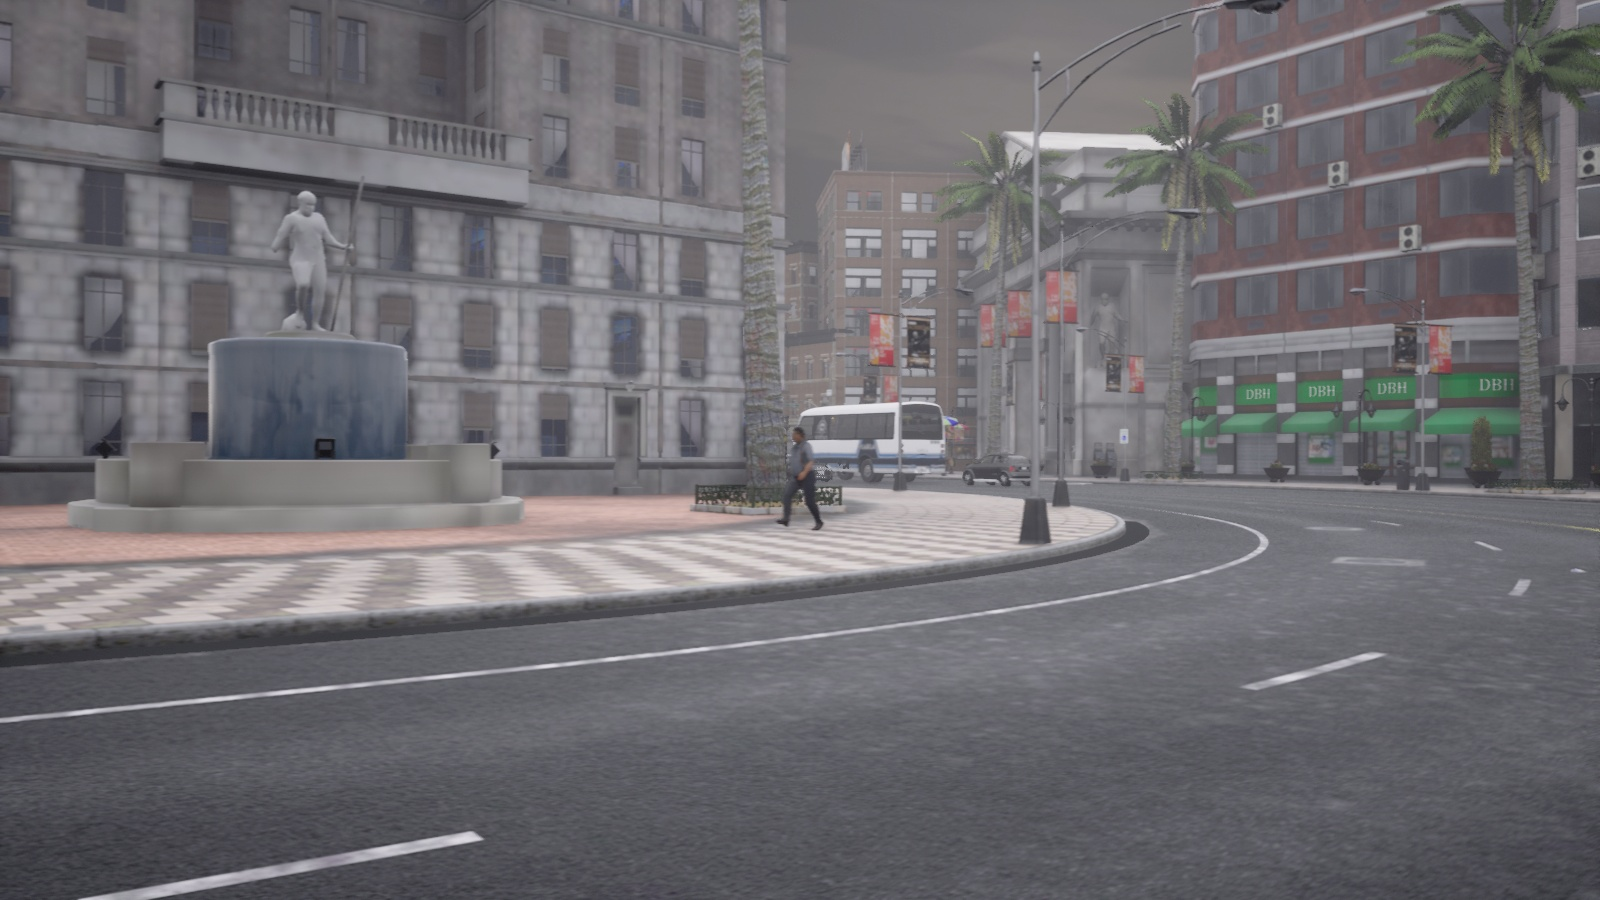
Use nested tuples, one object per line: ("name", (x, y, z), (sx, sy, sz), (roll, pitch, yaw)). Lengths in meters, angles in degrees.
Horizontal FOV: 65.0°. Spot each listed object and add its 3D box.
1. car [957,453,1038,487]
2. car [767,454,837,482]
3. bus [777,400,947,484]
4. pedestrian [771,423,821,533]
("car", (9.433, 0.925, 60.190), (1.789, 1.549, 3.705), (0, 0, -34))
("car", (0.087, 0.944, 67.646), (1.970, 1.475, 3.806), (0, 0, -35))
("bus", (3.231, -0.396, 69.373), (3.944, 4.253, 10.273), (0, 0, -35))
("pedestrian", (-0.068, 0.476, 21.680), (0.694, 1.848, 0.540), (0, 0, -43))
